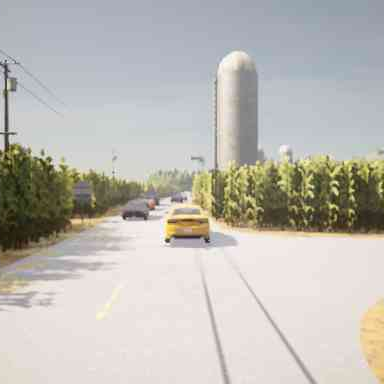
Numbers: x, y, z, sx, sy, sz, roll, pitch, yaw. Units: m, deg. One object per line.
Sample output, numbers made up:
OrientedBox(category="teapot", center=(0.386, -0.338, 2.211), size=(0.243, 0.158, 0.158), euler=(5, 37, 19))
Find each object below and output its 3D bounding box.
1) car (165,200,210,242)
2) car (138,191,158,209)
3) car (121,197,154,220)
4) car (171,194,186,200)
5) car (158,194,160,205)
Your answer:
OrientedBox(category="car", center=(-0.257, 1.346, 15.616), size=(1.882, 1.535, 5.008), euler=(0, 0, -2))
OrientedBox(category="car", center=(-5.072, 1.051, 35.911), size=(2.097, 1.767, 4.553), euler=(0, 0, -4))
OrientedBox(category="car", center=(-4.270, 1.330, 25.855), size=(2.033, 1.411, 5.357), euler=(0, 0, -5))
OrientedBox(category="car", center=(-2.518, 1.085, 55.244), size=(2.033, 1.411, 5.357), euler=(0, 0, 2))
OrientedBox(category="car", center=(-5.684, 0.832, 46.056), size=(2.150, 2.045, 5.566), euler=(0, 1, -2))
